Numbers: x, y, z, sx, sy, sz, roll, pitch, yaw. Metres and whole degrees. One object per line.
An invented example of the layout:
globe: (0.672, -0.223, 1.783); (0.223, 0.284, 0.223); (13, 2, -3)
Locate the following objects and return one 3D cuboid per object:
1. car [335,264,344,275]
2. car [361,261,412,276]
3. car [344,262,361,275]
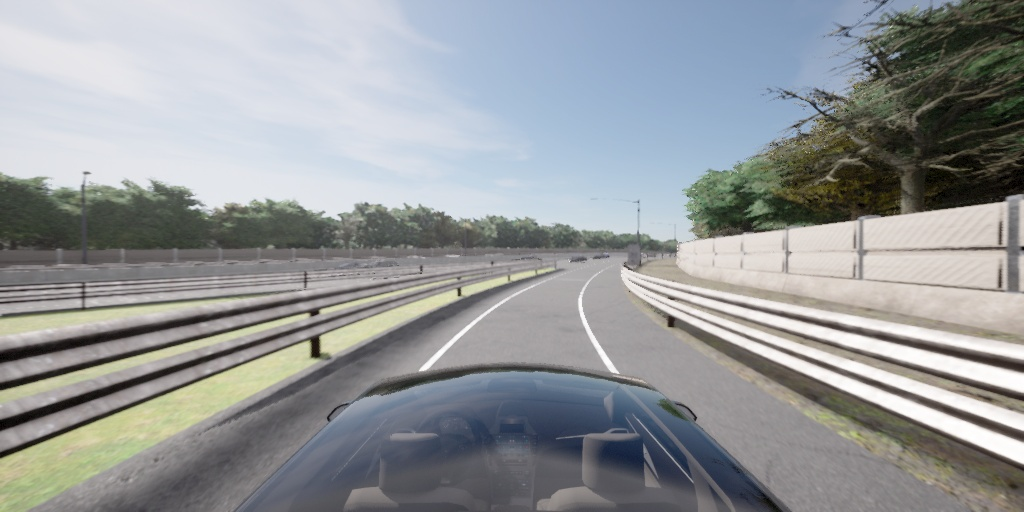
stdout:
car: (-18.170, 1.408, 41.405); (1.994, 1.385, 4.181); (1, 2, 38)
car: (-12.661, 1.252, 37.082); (2.097, 1.767, 4.553); (1, 2, 38)
car: (-15.385, 1.472, 39.287); (1.895, 1.301, 4.718); (1, 2, 38)
